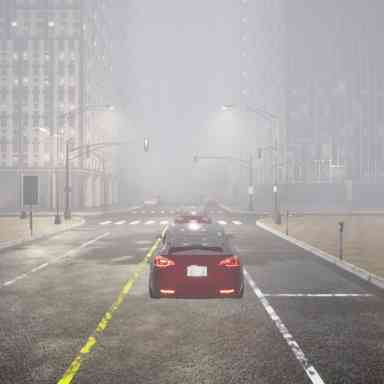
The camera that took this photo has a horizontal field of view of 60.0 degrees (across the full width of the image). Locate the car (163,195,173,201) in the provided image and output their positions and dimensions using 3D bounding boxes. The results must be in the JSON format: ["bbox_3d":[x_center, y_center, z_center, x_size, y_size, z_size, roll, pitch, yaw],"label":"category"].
[{"bbox_3d":[-5.881,1.425,82.252,2.008,1.369,4.403,0,0,0],"label":"car"}]

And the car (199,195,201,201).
[{"bbox_3d":[2.665,1.497,53.895,2.008,1.369,4.403,0,0,0],"label":"car"}]

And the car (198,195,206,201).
[{"bbox_3d":[2.500,1.419,82.266,1.887,1.381,4.507,0,0,0],"label":"car"}]

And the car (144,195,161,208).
[{"bbox_3d":[-5.930,1.483,48.027,1.752,1.417,4.829,0,0,0],"label":"car"}]

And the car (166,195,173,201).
[{"bbox_3d":[-5.868,1.435,76.577,1.887,1.381,4.507,0,0,0],"label":"car"}]

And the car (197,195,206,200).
[{"bbox_3d":[2.486,1.407,87.940,2.008,1.369,4.403,0,0,0],"label":"car"}]

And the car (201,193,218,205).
[{"bbox_3d":[2.710,1.398,48.216,1.967,1.590,4.097,0,0,0],"label":"car"}]

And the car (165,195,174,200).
[{"bbox_3d":[-5.894,1.407,87.928,2.008,1.369,4.403,0,0,0],"label":"car"}]

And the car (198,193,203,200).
[{"bbox_3d":[2.528,1.220,70.917,2.192,1.841,5.009,0,0,0],"label":"car"}]

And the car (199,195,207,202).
[{"bbox_3d":[2.513,1.415,76.762,1.752,1.417,4.829,0,0,0],"label":"car"}]

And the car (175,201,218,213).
[{"bbox_3d":[0.048,1.496,18.452,2.163,1.488,4.792,0,0,0],"label":"car"}]

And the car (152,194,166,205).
[{"bbox_3d":[-5.913,1.261,53.875,2.192,1.841,5.009,0,0,0],"label":"car"}]

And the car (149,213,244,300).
[{"bbox_3d":[0.079,1.502,8.457,2.163,1.488,4.792,0,0,0],"label":"car"}]
